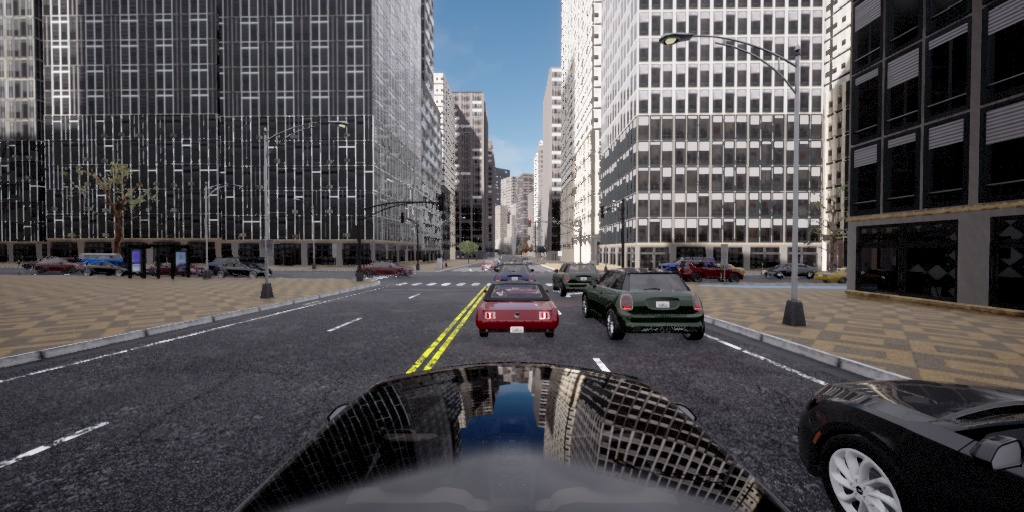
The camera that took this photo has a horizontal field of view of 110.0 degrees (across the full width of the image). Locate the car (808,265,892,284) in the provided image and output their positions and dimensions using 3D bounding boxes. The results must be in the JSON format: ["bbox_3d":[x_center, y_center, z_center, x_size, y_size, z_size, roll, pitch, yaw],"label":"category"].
[{"bbox_3d":[27.693,1.579,29.462,4.829,1.417,1.751,0,0,1],"label":"car"}]

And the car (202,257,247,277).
[{"bbox_3d":[-25.216,0.895,33.044,4.553,1.767,2.097,0,1,1],"label":"car"}]

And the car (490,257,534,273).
[{"bbox_3d":[0.131,1.092,19.180,2.097,1.767,4.553,0,0,0],"label":"car"}]

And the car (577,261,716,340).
[{"bbox_3d":[3.357,1.098,10.091,2.097,1.767,4.553,0,0,0],"label":"car"}]

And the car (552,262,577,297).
[{"bbox_3d":[3.380,1.093,19.028,2.097,1.767,4.553,0,0,0],"label":"car"}]

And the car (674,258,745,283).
[{"bbox_3d":[16.245,1.269,29.681,5.009,1.841,2.192,0,0,1],"label":"car"}]

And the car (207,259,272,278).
[{"bbox_3d":[-22.679,1.174,30.283,4.313,1.339,1.948,0,0,1],"label":"car"}]

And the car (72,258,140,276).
[{"bbox_3d":[-34.043,1.069,30.612,4.313,1.339,1.948,0,0,1],"label":"car"}]

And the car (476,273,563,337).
[{"bbox_3d":[0.113,1.347,10.187,1.895,1.301,4.718,0,0,0],"label":"car"}]

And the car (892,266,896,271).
[{"bbox_3d":[33.163,1.685,29.358,4.207,1.307,1.802,0,0,1],"label":"car"}]

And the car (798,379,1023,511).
[{"bbox_3d":[3.342,1.255,1.036,1.837,1.490,4.892,0,0,0],"label":"car"}]

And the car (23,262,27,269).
[{"bbox_3d":[-50.900,0.793,39.420,4.207,1.307,1.802,0,0,1],"label":"car"}]

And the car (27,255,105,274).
[{"bbox_3d":[-41.479,0.918,33.421,4.674,1.442,1.812,1,1,1],"label":"car"}]

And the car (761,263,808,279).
[{"bbox_3d":[27.223,1.449,35.245,4.902,1.511,2.128,1,1,1],"label":"car"}]

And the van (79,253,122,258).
[{"bbox_3d":[-45.218,0.605,39.294,3.998,1.789,1.690,0,0,1],"label":"van"}]

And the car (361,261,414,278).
[{"bbox_3d":[-11.356,1.192,32.742,4.674,1.442,1.812,0,1,1],"label":"car"}]

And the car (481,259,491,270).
[{"bbox_3d":[-3.238,1.241,50.655,1.812,1.442,4.674,0,0,0],"label":"car"}]

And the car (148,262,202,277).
[{"bbox_3d":[-28.363,1.138,30.427,4.207,1.307,1.802,0,0,1],"label":"car"}]
